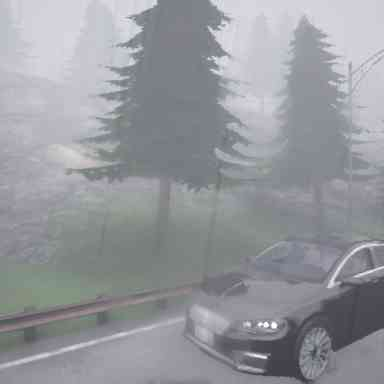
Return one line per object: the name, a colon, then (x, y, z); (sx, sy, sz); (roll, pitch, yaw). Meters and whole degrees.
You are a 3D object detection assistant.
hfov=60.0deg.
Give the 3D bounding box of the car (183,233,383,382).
car: (2.143, 1.495, 5.510); (4.902, 1.511, 2.128); (0, 0, -35)
